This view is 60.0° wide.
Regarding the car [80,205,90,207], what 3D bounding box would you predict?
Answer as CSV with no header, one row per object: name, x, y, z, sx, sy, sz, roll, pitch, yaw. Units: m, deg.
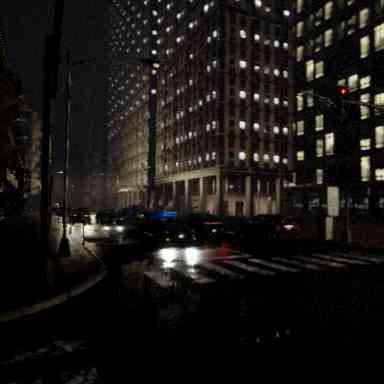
car,-16.129,2.872,49.333,1.882,1.535,5.008,2,-2,-25

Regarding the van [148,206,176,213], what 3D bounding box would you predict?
van,-2.928,2.373,34.824,1.690,1.788,3.998,2,-2,-25

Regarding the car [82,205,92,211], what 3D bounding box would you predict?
car,-27.175,4.102,85.813,1.802,1.307,4.206,2,-2,-25

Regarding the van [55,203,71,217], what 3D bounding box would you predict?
van,-17.770,2.587,46.533,1.690,1.788,3.998,2,-2,-25

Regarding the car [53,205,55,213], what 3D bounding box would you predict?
car,-20.197,2.976,51.624,1.802,1.307,4.206,2,-2,-25

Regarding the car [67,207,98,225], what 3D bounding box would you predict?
car,-10.500,2.354,31.226,2.008,1.369,4.403,2,-2,-25

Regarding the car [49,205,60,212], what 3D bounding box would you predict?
car,-29.894,3.557,72.024,1.947,1.339,4.313,2,-2,-25

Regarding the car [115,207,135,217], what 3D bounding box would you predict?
car,-10.204,3.039,50.116,1.947,1.339,4.313,2,-2,-25

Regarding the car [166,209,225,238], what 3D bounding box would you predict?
car,0.310,2.107,21.550,2.128,1.511,4.902,2,-2,-24

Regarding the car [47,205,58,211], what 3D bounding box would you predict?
car,-32.317,3.692,77.124,2.008,1.369,4.403,2,-2,-25

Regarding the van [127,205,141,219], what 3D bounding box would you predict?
van,-7.776,2.667,45.024,1.690,1.788,3.998,2,-2,-25

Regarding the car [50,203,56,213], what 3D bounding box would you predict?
car,-25.042,3.007,61.833,2.192,1.841,5.009,2,-2,-25

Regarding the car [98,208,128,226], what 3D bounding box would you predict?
car,-8.073,2.416,32.154,2.033,1.411,5.357,2,-2,-25

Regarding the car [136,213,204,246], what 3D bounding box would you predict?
car,-1.345,2.027,17.999,1.994,1.385,4.181,2,-2,-25

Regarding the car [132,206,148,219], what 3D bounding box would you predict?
car,-5.355,2.729,39.917,2.008,1.369,4.403,2,-2,-25

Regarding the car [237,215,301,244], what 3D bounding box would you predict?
car,4.343,2.033,19.521,1.967,1.590,4.097,2,-2,-25
